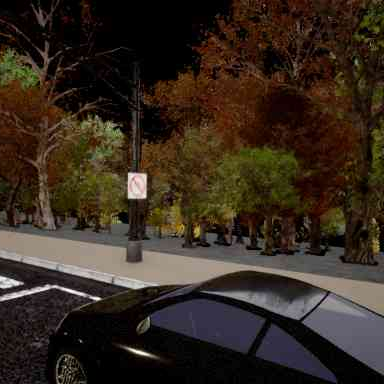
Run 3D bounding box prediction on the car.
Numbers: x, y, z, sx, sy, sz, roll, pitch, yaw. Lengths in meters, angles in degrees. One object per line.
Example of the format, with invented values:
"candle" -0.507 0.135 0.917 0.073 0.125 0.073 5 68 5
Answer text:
"car" 0.368 1.564 3.425 4.181 1.385 1.994 0 0 36
